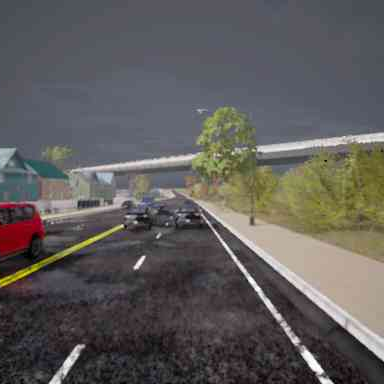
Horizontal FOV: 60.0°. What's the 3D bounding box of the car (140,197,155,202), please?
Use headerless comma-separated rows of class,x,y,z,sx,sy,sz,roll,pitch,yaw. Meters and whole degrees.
car,-7.243,1.790,54.956,2.150,2.045,5.566,-1,-1,0

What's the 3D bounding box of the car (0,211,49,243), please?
car,-10.033,1.873,18.769,1.895,1.301,4.718,-1,0,0

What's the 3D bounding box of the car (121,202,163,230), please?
car,-3.503,1.723,23.037,2.128,1.511,4.902,-1,0,0

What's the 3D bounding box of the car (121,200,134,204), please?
car,-10.493,2.110,54.981,1.837,1.490,4.892,-1,0,0

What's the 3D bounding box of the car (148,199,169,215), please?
car,-3.677,1.930,39.685,2.033,1.411,5.357,-1,0,0

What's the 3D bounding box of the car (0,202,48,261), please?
car,-6.680,1.385,10.493,2.150,2.045,5.566,-1,0,0

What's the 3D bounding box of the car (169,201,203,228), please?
car,-0.260,1.695,24.037,2.128,1.511,4.902,-1,0,0
